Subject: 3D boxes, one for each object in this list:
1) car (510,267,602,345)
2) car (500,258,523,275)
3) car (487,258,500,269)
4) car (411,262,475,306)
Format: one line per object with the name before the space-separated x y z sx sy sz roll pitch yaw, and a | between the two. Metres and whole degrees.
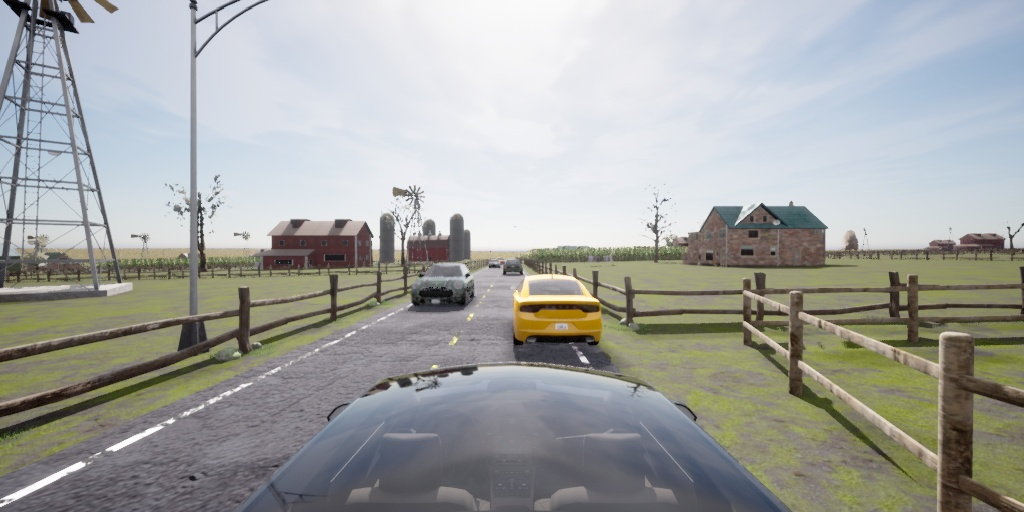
car | 0.971 1.226 9.486 1.882 1.535 5.008 0 0 0
car | 0.114 1.108 39.350 2.097 1.767 4.553 0 0 0
car | -2.788 1.276 57.300 1.837 1.490 4.892 0 -1 0
car | -2.836 1.100 15.566 2.097 1.767 4.553 0 0 0
